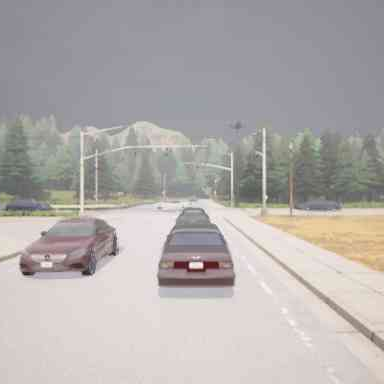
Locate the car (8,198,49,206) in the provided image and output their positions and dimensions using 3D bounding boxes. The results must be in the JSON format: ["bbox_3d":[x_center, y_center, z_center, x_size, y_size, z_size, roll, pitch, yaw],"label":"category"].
[{"bbox_3d":[-18.010,1.517,36.989,4.553,1.767,2.097,0,0,1],"label":"car"}]

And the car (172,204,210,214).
[{"bbox_3d":[0.082,1.615,19.410,1.994,1.385,4.181,0,0,1],"label":"car"}]

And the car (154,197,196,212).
[{"bbox_3d":[-2.217,1.656,40.382,4.674,1.442,1.812,0,0,1],"label":"car"}]

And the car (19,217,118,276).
[{"bbox_3d":[-3.612,1.564,10.618,1.812,1.442,4.674,0,0,0],"label":"car"}]

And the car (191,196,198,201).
[{"bbox_3d":[0.704,1.799,91.673,1.994,1.385,4.181,0,0,2],"label":"car"}]

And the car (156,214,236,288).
[{"bbox_3d":[0.093,1.576,9.429,2.033,1.411,5.357,0,0,0],"label":"car"}]

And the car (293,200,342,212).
[{"bbox_3d":[15.041,1.654,40.044,5.357,1.411,2.033,0,0,1],"label":"car"}]

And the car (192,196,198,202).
[{"bbox_3d":[0.329,1.816,81.693,1.895,1.301,4.718,0,0,2],"label":"car"}]
